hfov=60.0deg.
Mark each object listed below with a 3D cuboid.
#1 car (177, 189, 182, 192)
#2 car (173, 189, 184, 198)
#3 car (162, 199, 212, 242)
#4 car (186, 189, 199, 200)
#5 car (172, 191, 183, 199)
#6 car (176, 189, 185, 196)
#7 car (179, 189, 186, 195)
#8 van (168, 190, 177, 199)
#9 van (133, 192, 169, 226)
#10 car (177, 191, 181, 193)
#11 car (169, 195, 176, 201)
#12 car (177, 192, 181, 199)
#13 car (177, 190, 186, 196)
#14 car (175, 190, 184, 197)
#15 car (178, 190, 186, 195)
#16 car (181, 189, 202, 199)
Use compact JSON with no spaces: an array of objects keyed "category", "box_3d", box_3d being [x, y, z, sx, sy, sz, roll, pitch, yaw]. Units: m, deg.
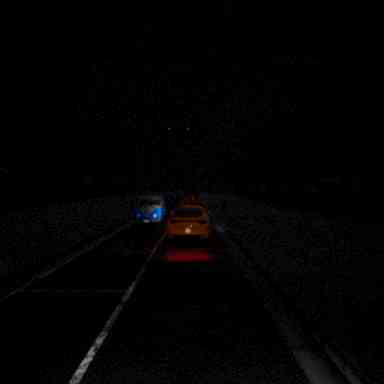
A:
[{"category":"car","box_3d":[-2.631,0.668,54.514,1.947,1.339,4.313,1,1,0]},{"category":"car","box_3d":[-2.632,0.320,65.589,1.967,1.590,4.097,1,1,0]},{"category":"car","box_3d":[-0.109,1.332,15.575,1.882,1.535,5.008,0,1,1]},{"category":"car","box_3d":[0.096,0.364,58.838,2.097,1.767,4.553,0,1,0]},{"category":"car","box_3d":[-2.633,0.570,60.054,1.802,1.307,4.206,1,1,0]},{"category":"car","box_3d":[-2.635,0.120,76.666,1.967,1.590,4.097,1,1,0]},{"category":"car","box_3d":[-2.638,-0.042,93.286,1.887,1.381,4.507,1,1,0]},{"category":"van","box_3d":[-2.629,0.927,32.353,1.690,1.788,3.998,1,1,0]},{"category":"van","box_3d":[-2.633,1.118,21.264,1.690,1.788,3.998,0,1,0]},{"category":"car","box_3d":[-2.629,0.929,43.440,1.802,1.307,4.206,1,1,0]},{"category":"car","box_3d":[-2.633,1.239,26.812,2.008,1.369,4.403,1,1,0]},{"category":"car","box_3d":[-2.631,1.037,37.901,1.947,1.339,4.313,1,1,0]},{"category":"car","box_3d":[-2.637,0.140,82.207,2.008,1.369,4.403,1,1,0]},{"category":"car","box_3d":[-2.634,0.306,70.959,1.752,1.417,4.829,1,1,0]},{"category":"car","box_3d":[-2.638,0.067,87.747,1.947,1.339,4.313,1,1,0]},{"category":"car","box_3d":[0.097,0.754,41.003,2.097,1.767,4.553,0,1,0]}]
